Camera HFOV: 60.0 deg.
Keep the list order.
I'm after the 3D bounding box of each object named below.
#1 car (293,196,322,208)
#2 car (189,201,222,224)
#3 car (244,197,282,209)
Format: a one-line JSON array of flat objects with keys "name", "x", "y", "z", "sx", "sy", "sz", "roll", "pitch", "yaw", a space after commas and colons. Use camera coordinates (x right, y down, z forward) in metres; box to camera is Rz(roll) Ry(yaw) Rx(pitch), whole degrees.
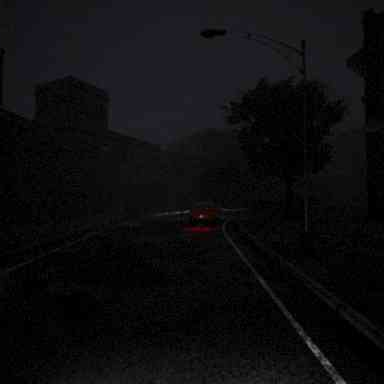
[{"name": "car", "x": 13.126, "y": 1.096, "z": 38.777, "sx": 4.181, "sy": 1.385, "sz": 1.994, "roll": -2, "pitch": -2, "yaw": -26}, {"name": "car", "x": 1.025, "y": 1.400, "z": 24.210, "sx": 1.882, "sy": 1.535, "sz": 5.008, "roll": -1, "pitch": 1, "yaw": 10}, {"name": "car", "x": 8.649, "y": 1.353, "z": 40.701, "sx": 4.718, "sy": 1.301, "sz": 1.895, "roll": -1, "pitch": -1, "yaw": -30}]
